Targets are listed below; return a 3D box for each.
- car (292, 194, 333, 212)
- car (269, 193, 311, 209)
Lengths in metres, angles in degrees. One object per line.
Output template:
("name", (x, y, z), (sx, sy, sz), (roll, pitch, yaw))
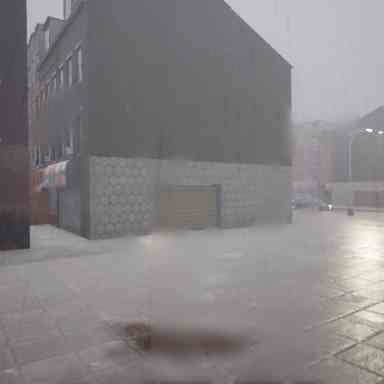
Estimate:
("car", (12.358, 1.289, 35.059), (2.128, 1.511, 4.902), (-1, 1, -35))
("car", (11.945, 1.044, 40.744), (2.097, 1.767, 4.553), (-1, 1, -35))
